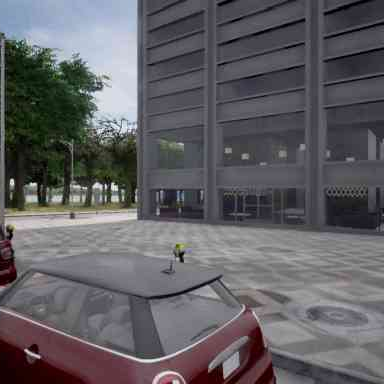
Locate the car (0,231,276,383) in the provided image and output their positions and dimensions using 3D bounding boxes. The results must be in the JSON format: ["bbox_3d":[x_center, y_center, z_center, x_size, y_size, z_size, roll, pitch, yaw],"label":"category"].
[{"bbox_3d":[-1.257,1.440,3.855,4.097,1.590,1.967,0,0,35],"label":"car"}]

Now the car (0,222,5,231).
[{"bbox_3d":[-5.686,1.315,7.010,5.009,1.841,2.192,0,0,35],"label":"car"}]
